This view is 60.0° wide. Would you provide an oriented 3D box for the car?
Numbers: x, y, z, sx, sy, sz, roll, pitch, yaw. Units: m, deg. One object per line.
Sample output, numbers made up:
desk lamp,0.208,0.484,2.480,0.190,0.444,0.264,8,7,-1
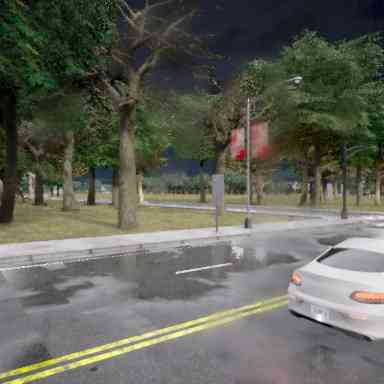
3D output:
car,3.686,1.525,6.054,4.674,1.442,1.812,0,0,-36
